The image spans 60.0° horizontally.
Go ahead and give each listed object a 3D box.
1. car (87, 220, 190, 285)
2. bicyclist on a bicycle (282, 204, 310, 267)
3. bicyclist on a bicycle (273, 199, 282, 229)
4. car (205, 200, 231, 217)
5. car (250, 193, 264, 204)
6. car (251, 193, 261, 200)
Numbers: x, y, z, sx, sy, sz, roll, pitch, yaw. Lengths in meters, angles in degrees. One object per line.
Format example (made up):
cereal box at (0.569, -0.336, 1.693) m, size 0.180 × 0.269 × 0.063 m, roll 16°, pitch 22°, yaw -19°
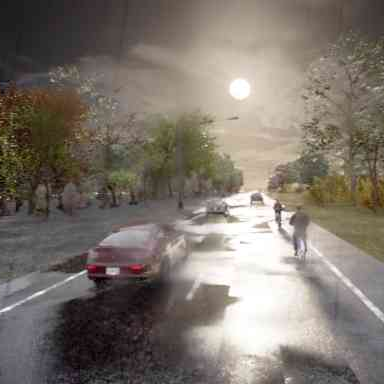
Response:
car at (-1.304, 1.537, 9.502) m, size 1.812 × 1.442 × 4.674 m, roll -2°, pitch 0°, yaw 11°
bicyclist on a bicycle at (3.227, 1.240, 10.012) m, size 0.659 × 1.776 × 1.843 m, roll -2°, pitch 0°, yaw 10°
bicyclist on a bicycle at (4.833, 1.247, 18.659) m, size 0.582 × 1.620 × 1.656 m, roll -2°, pitch 0°, yaw 10°
car at (2.318, 1.390, 29.029) m, size 2.033 × 1.411 × 5.357 m, roll -2°, pitch 0°, yaw 11°
car at (10.374, 0.875, 53.313) m, size 2.097 × 1.767 × 4.553 m, roll -2°, pitch 0°, yaw 11°
car at (13.811, 0.903, 72.360) m, size 2.033 × 1.411 × 5.357 m, roll -2°, pitch 0°, yaw 11°
